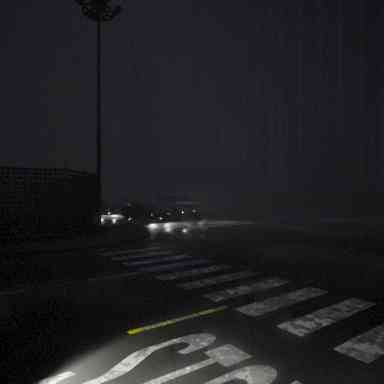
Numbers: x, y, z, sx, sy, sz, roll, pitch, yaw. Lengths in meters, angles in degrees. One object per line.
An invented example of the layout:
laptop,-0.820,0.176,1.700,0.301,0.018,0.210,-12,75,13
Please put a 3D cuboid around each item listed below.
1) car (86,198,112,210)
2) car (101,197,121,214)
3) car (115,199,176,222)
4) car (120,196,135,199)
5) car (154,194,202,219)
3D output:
car,-12.211,1.508,43.605,1.994,1.385,4.181,0,0,-35
car,-9.136,1.508,33.310,1.994,1.385,4.181,0,0,-35
car,-3.770,1.492,25.821,2.033,1.411,5.357,0,0,-36
car,-7.033,1.296,36.378,2.097,1.767,4.553,0,0,-36
car,-1.448,1.166,28.587,2.150,2.045,5.566,0,0,-36
